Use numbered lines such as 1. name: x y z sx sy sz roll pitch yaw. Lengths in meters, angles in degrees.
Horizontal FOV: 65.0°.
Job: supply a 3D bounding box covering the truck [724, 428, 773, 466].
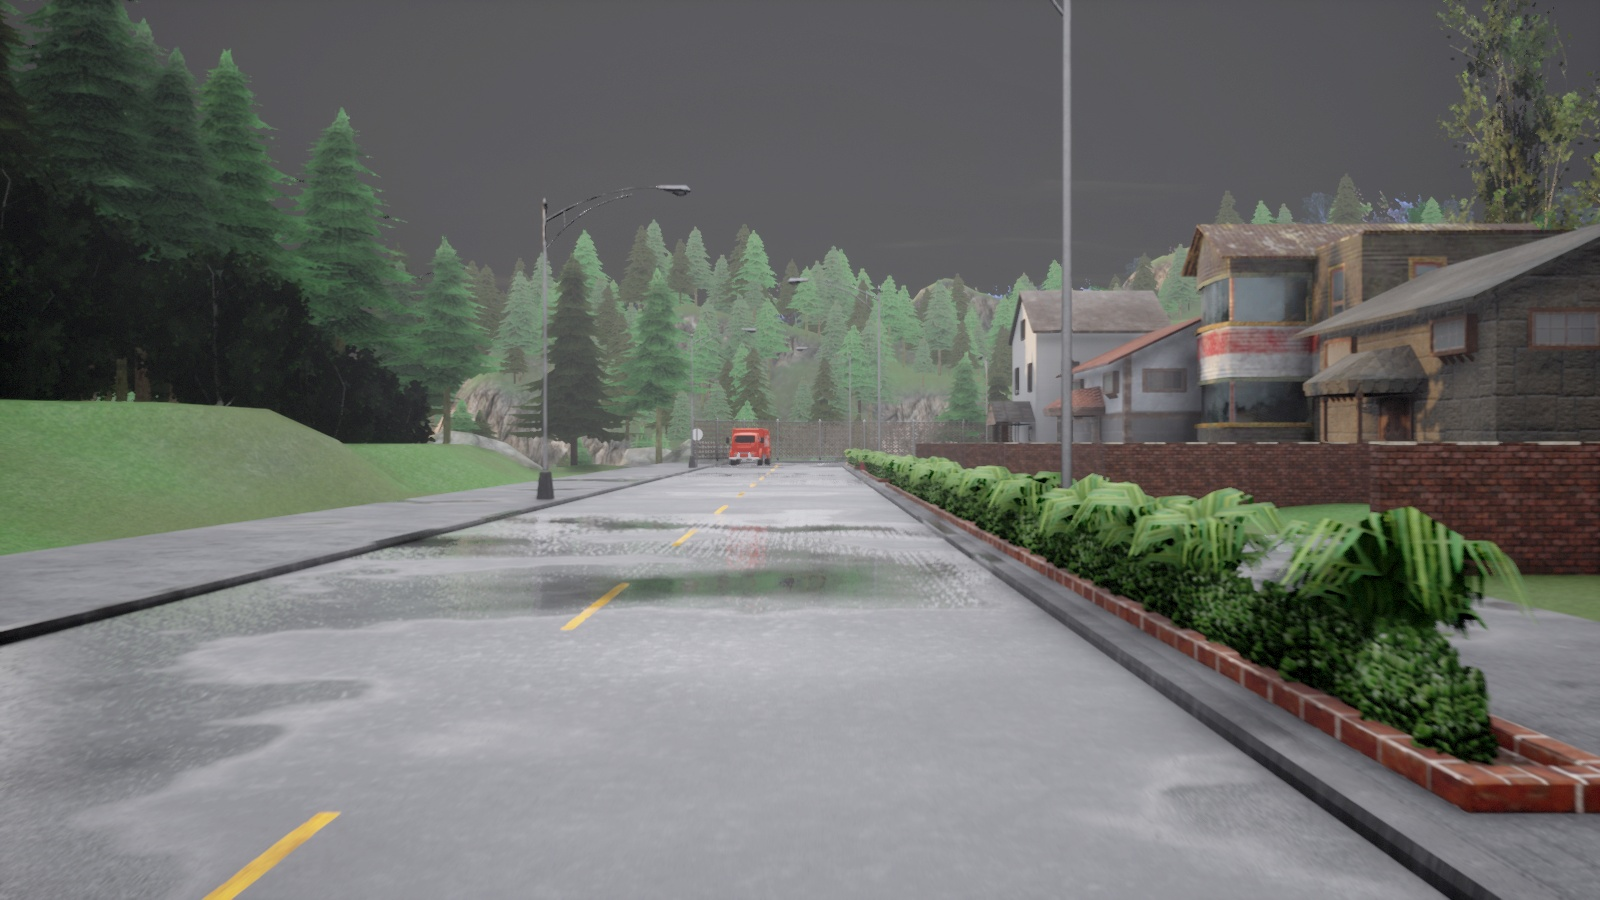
1. truck: -3.410 -0.217 84.191 2.627 2.467 5.204 0 0 5
